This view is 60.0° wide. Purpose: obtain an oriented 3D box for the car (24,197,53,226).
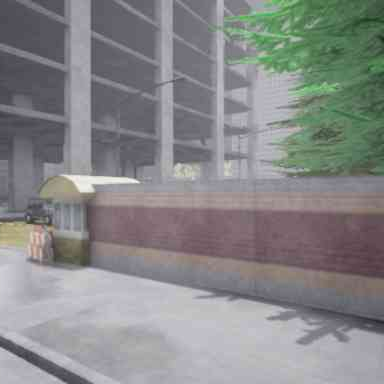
[{"bbox_3d":[-9.679,1.251,22.556,3.866,1.878,1.905,0,0,36],"label":"car"}]
